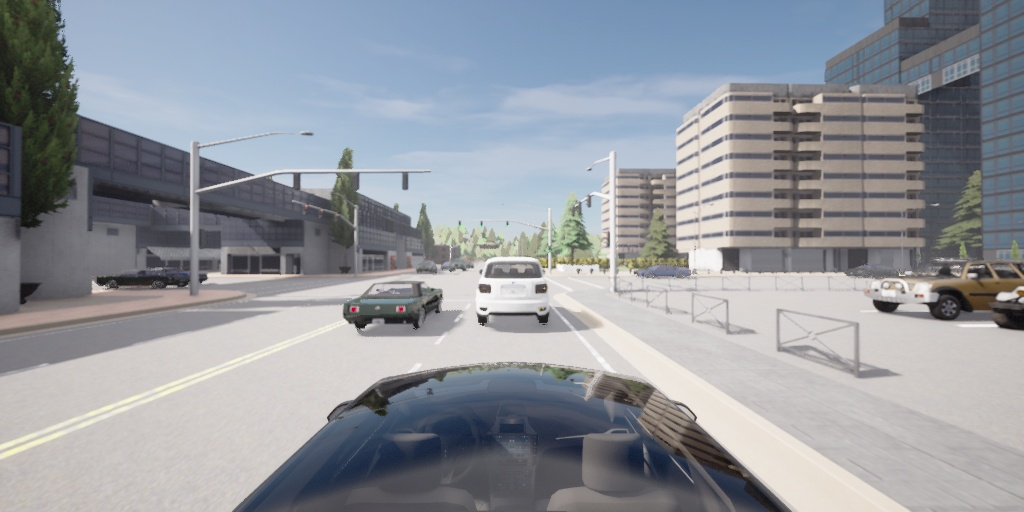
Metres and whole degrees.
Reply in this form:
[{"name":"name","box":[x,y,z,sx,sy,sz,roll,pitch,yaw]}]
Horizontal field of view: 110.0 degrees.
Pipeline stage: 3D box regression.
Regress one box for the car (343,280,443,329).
[{"name":"car","box":[-3.497,1.433,11.552,1.895,1.301,4.718,0,0,-1]}]

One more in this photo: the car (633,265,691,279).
[{"name":"car","box":[15.081,1.583,36.124,5.357,1.411,2.033,0,0,-2]}]

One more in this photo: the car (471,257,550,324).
[{"name":"car","box":[0.017,1.064,12.444,2.150,2.045,5.566,0,0,0]}]

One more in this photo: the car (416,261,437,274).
[{"name":"car","box":[-11.687,1.496,49.208,2.097,1.767,4.553,0,0,-2]}]

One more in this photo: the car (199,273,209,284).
[{"name":"car","box":[-25.900,1.561,27.085,4.718,1.301,1.895,0,0,-1]}]

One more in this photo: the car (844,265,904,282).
[{"name":"car","box":[36.740,1.605,36.729,4.181,1.385,1.994,0,0,-1]}]

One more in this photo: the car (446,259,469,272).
[{"name":"car","box":[-8.466,1.428,56.486,2.150,2.045,5.566,0,-1,-1]}]

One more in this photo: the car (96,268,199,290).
[{"name":"car","box":[-24.045,1.532,23.626,4.718,1.301,1.895,0,0,-1]}]
